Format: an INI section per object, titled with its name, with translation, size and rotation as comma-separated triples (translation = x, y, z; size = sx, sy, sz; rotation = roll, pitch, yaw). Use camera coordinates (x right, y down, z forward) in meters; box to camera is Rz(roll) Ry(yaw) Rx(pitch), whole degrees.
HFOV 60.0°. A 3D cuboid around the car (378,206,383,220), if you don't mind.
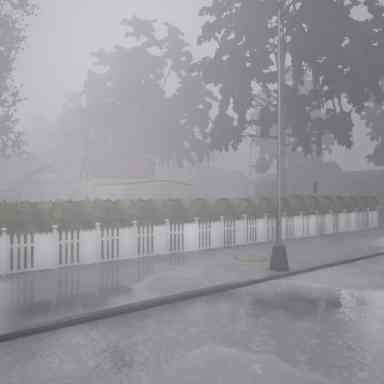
[car]
translation = 16.545, 1.477, 24.947
size = 1.882, 1.535, 5.008
rotation = 0, 0, -41
